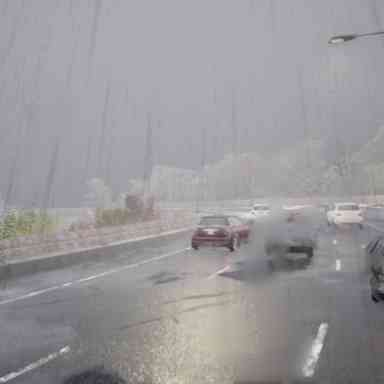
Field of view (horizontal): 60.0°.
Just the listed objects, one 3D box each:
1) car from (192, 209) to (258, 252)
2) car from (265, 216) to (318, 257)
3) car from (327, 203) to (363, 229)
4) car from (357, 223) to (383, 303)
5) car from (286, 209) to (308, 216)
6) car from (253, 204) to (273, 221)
[{"bbox_3d":[1.689,1.944,17.197,2.097,1.767,4.553,-2,-2,23],"label":"car"},{"bbox_3d":[4.658,2.024,15.256,1.994,1.385,4.181,-2,-2,23],"label":"car"},{"bbox_3d":[12.822,1.968,28.126,2.150,2.045,5.566,-2,-2,15],"label":"car"},{"bbox_3d":[5.374,1.743,8.283,2.033,1.411,5.357,-2,-2,26],"label":"car"},{"bbox_3d":[10.329,2.464,32.591,1.837,1.490,4.892,-1,-2,13],"label":"car"},{"bbox_3d":[7.429,2.350,35.623,2.150,2.045,5.566,-2,-2,12],"label":"car"}]
